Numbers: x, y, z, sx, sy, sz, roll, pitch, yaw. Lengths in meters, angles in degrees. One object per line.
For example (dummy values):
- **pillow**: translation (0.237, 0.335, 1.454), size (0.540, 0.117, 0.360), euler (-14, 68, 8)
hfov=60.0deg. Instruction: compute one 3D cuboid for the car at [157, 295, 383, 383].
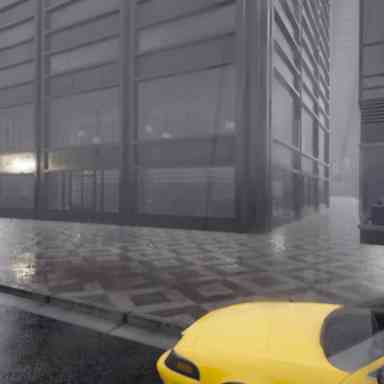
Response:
- **car**: translation (2.251, 1.458, 2.590), size (5.366, 1.575, 1.801), euler (0, 0, 29)
